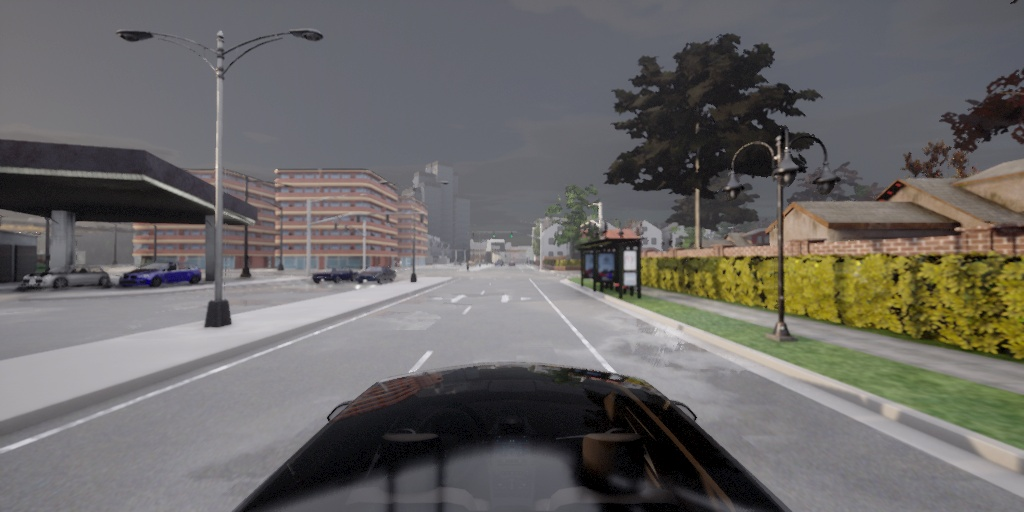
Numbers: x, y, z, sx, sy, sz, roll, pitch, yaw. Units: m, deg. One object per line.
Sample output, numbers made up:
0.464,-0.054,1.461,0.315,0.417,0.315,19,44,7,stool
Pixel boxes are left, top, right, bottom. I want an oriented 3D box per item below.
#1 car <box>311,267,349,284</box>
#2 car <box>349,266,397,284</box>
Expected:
-14.990,1.632,30.578,1.895,1.301,4.718,0,-1,0,car
-11.489,1.579,30.696,2.033,1.411,5.357,0,-1,0,car
